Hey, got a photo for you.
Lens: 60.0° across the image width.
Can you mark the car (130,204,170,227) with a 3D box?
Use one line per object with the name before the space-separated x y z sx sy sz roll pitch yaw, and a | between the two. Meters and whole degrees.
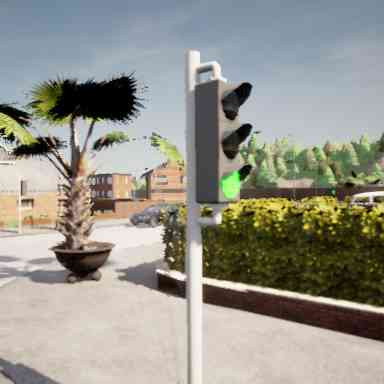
car | -2.377 1.638 24.026 1.812 1.442 4.674 0 0 35
